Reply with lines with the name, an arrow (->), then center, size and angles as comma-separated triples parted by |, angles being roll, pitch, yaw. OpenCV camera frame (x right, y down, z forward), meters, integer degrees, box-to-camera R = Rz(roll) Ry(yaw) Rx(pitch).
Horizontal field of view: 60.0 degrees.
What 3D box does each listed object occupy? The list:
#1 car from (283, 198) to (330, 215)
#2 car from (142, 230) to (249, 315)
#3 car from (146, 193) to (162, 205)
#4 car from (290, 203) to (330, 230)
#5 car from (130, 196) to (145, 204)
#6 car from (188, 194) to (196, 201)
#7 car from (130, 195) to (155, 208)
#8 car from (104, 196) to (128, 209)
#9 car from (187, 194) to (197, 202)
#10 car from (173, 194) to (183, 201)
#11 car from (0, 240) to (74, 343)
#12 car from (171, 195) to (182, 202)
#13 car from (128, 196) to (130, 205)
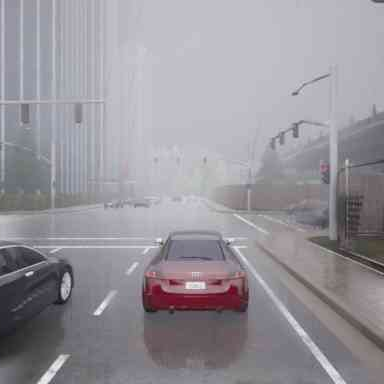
car -> 11.129, 1.407, 31.806 | 4.553, 1.767, 2.097 | 0, 0, 0
car -> 0.069, 1.564, 7.680 | 1.994, 1.385, 4.181 | 0, 0, 0
car -> -7.096, 1.221, 58.168 | 2.150, 2.045, 5.566 | 0, 0, 1
car -> 9.360, 1.604, 21.100 | 5.357, 1.411, 2.033 | 0, 0, 0
car -> -10.556, 1.547, 64.911 | 2.033, 1.411, 5.357 | 0, 0, 1
car -> -0.031, 1.360, 84.694 | 1.837, 1.490, 4.892 | 0, 0, 0
car -> -7.106, 1.547, 47.978 | 2.033, 1.411, 5.357 | 0, 0, 0
car -> -10.609, 1.491, 45.352 | 2.128, 1.511, 4.902 | 0, 0, 0
car -> -0.028, 1.518, 74.585 | 1.812, 1.442, 4.674 | 0, 0, 0
car -> -3.531, 1.386, 84.693 | 2.128, 1.511, 4.902 | 0, 0, 0
car -> -3.444, 1.505, 5.222 | 1.837, 1.490, 4.892 | 0, 0, 0
car -> -3.528, 1.495, 74.269 | 1.837, 1.490, 4.892 | 0, 0, 0
car -> -10.604, 1.505, 54.596 | 1.837, 1.490, 4.892 | 0, 0, 0
